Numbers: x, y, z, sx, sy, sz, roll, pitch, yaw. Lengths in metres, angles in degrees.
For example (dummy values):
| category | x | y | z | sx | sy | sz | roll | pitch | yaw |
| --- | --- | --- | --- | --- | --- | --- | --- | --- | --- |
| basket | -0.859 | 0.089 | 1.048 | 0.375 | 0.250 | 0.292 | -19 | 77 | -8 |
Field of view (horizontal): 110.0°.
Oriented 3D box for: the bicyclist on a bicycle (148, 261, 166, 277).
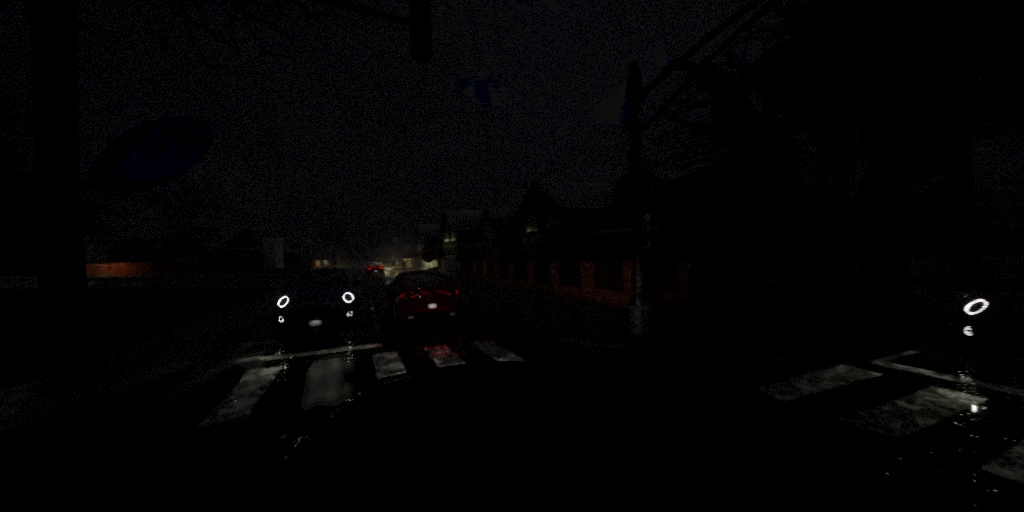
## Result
| category | x | y | z | sx | sy | sz | roll | pitch | yaw |
| --- | --- | --- | --- | --- | --- | --- | --- | --- | --- |
| bicyclist on a bicycle | -35.723 | 1.325 | 36.064 | 0.582 | 1.620 | 1.656 | -1 | 2 | 6 |

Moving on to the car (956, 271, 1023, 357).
| category | x | y | z | sx | sy | sz | roll | pitch | yaw |
| --- | --- | --- | --- | --- | --- | --- | --- | --- | --- |
| car | 10.594 | 0.920 | 6.576 | 4.553 | 1.767 | 2.097 | -1 | 1 | -22 |

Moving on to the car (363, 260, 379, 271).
| category | x | y | z | sx | sy | sz | roll | pitch | yaw |
| --- | --- | --- | --- | --- | --- | --- | --- | --- | --- |
| car | -20.928 | 1.385 | 53.202 | 2.033 | 1.411 | 5.357 | -2 | 1 | -23 |

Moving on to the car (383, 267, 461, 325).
| category | x | y | z | sx | sy | sz | roll | pitch | yaw |
| --- | --- | --- | --- | --- | --- | --- | --- | --- | --- |
| car | -3.142 | 1.231 | 12.174 | 1.882 | 1.535 | 5.008 | -2 | 1 | -23 |

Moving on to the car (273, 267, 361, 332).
| category | x | y | z | sx | sy | sz | roll | pitch | yaw |
| --- | --- | --- | --- | --- | --- | --- | --- | --- | --- |
| car | -6.049 | 1.191 | 11.562 | 2.097 | 1.767 | 4.553 | -2 | 1 | -22 |

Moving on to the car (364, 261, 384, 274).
| category | x | y | z | sx | sy | sz | roll | pitch | yaw |
| --- | --- | --- | --- | --- | --- | --- | --- | --- | --- |
| car | -16.100 | 1.403 | 42.115 | 1.895 | 1.301 | 4.718 | -2 | 1 | -23 |
